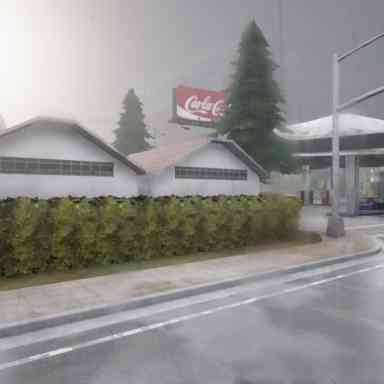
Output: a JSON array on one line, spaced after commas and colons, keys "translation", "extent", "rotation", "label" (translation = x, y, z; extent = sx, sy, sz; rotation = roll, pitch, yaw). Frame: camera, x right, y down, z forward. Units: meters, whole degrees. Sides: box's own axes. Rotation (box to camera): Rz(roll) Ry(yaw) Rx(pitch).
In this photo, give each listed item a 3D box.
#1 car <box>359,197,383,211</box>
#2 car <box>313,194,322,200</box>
[{"translation": [21.881, 1.479, 40.020], "extent": [4.611, 1.667, 2.242], "rotation": [0, 0, -36], "label": "car"}, {"translation": [32.997, 1.329, 89.503], "extent": [2.152, 1.636, 5.027], "rotation": [0, 0, -36], "label": "car"}]
